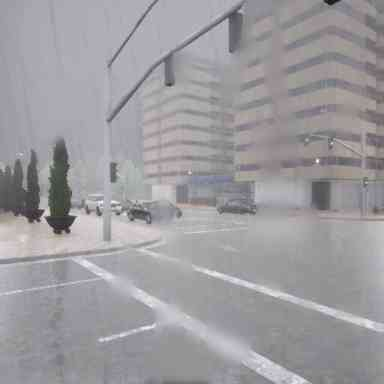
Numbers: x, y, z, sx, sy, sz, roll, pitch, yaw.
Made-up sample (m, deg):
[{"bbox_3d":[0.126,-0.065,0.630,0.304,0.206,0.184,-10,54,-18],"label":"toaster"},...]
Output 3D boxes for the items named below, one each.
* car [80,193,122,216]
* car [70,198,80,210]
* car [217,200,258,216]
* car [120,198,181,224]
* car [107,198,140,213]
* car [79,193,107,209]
[{"bbox_3d":[-8.847,1.222,32.827,2.150,2.045,5.566,0,0,-35],"label":"car"},{"bbox_3d":[-15.486,1.526,42.331,1.812,1.442,4.674,0,0,-35],"label":"car"},{"bbox_3d":[4.425,1.525,32.514,1.812,1.442,4.674,0,0,-35],"label":"car"},{"bbox_3d":[-3.197,1.491,24.737,2.128,1.511,4.902,0,0,-35],"label":"car"},{"bbox_3d":[-7.810,1.505,37.460,1.837,1.490,4.892,0,0,-35],"label":"car"},{"bbox_3d":[-13.708,1.221,45.944,2.150,2.045,5.566,0,0,-34],"label":"car"}]
